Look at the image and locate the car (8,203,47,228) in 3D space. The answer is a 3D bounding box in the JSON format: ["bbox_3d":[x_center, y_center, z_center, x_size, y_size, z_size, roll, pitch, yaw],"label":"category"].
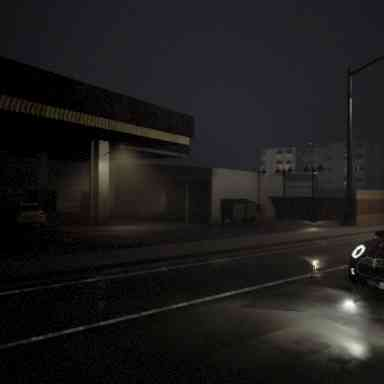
[{"bbox_3d":[-10.885,1.480,21.853,1.970,1.475,3.806,0,0,-35],"label":"car"}]

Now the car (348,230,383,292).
[{"bbox_3d":[5.896,1.406,8.281,4.553,1.767,2.097,0,0,-36],"label":"car"}]
